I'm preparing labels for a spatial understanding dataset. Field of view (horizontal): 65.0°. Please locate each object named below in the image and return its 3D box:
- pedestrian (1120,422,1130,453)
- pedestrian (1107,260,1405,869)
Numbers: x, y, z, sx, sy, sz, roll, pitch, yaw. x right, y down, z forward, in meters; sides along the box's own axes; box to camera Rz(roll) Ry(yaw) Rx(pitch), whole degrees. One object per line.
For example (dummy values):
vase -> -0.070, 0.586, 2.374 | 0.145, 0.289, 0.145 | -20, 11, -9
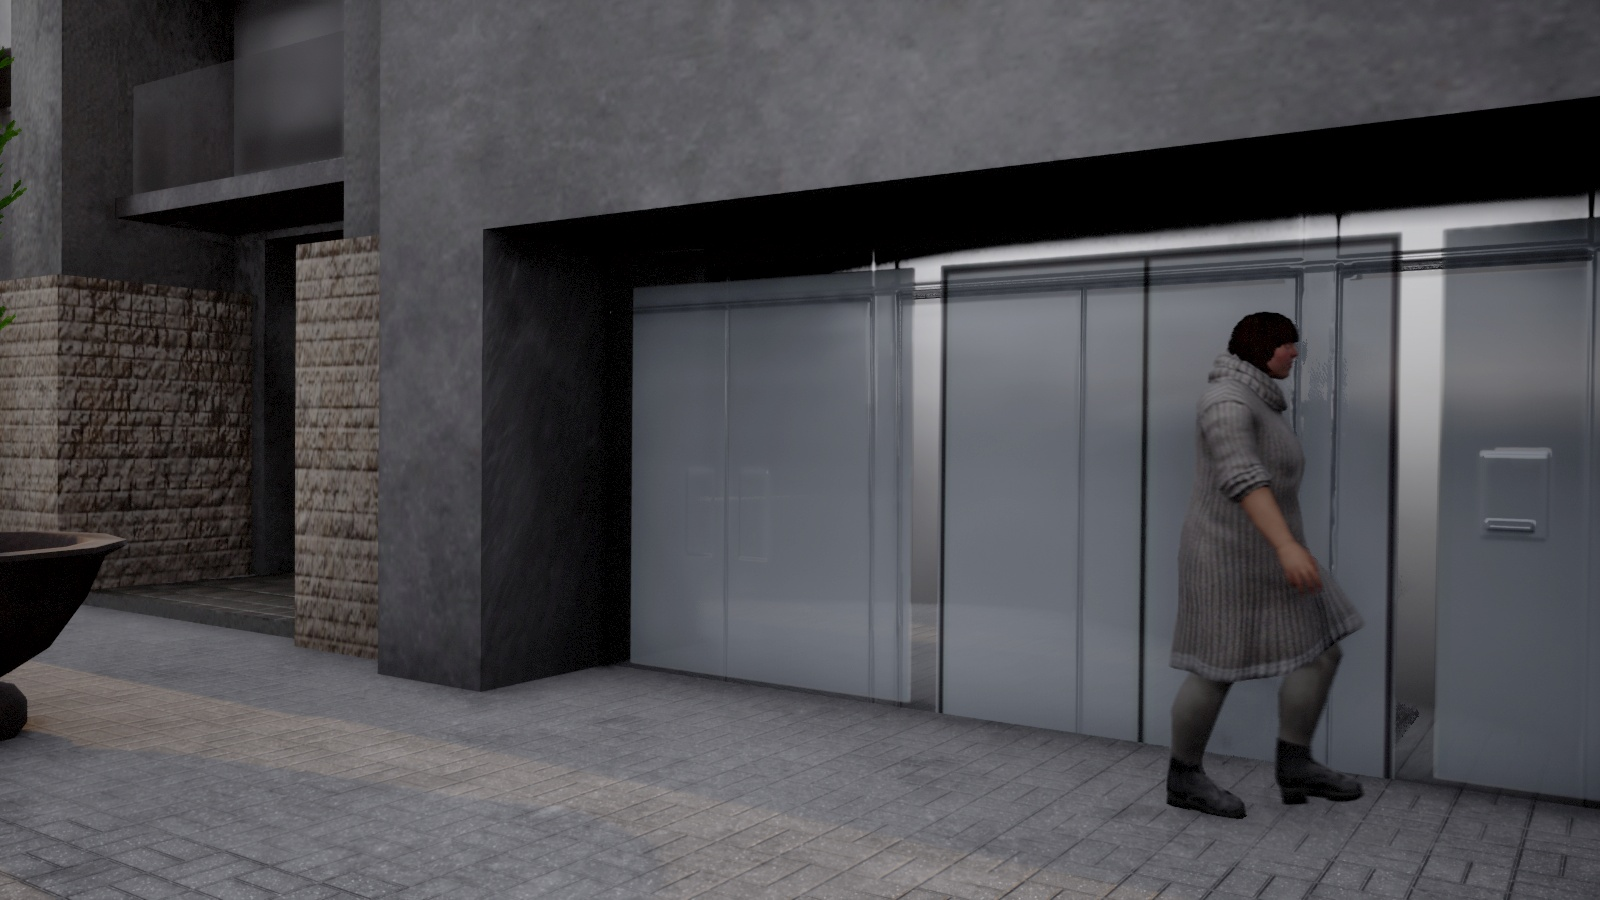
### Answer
pedestrian -> 19.461, -0.768, 75.184 | 0.376, 1.854, 0.720 | 0, 1, 33
pedestrian -> 1.651, 0.364, 4.536 | 0.873, 1.952, 0.659 | 0, 1, 34
